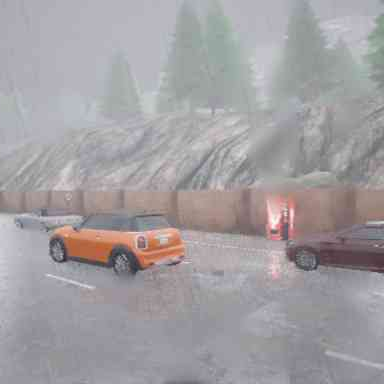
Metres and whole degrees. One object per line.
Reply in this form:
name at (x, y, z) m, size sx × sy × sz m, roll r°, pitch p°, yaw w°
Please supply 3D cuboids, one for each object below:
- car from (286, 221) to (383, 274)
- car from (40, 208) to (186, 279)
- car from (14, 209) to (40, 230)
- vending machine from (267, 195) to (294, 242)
car at (4.965, 1.525, 9.140) m, size 4.674 × 1.442 × 1.812 m, roll 0°, pitch 0°, yaw 36°
car at (-2.433, 1.351, 10.287) m, size 4.553 × 1.767 × 2.097 m, roll 0°, pitch 0°, yaw 38°
car at (-8.474, 1.601, 19.423) m, size 4.718 × 1.301 × 1.895 m, roll 0°, pitch 0°, yaw 38°
vending machine at (4.195, 1.195, 15.698) m, size 0.880 × 2.100 × 1.100 m, roll 0°, pitch 0°, yaw 37°
